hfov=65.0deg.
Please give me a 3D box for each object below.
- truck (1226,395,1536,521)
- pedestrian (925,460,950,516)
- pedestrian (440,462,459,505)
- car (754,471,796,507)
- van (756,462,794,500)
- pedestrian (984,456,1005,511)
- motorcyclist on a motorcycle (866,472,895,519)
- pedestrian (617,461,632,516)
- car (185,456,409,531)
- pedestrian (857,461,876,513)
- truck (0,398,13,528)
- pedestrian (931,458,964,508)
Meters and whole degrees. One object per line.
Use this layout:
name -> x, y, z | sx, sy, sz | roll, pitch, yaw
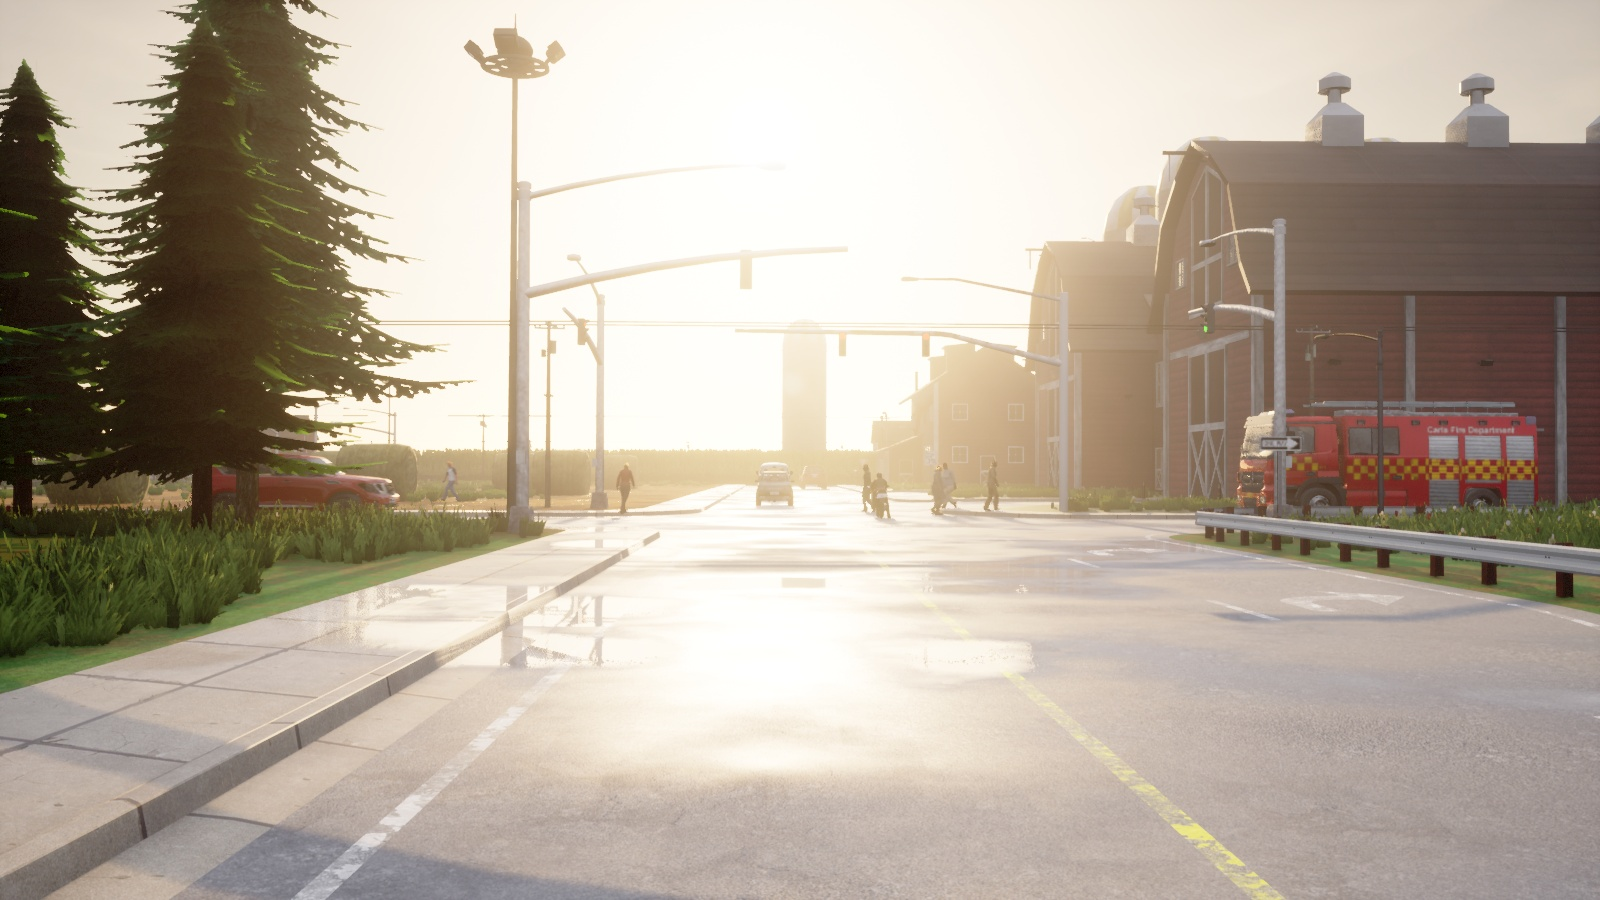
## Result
truck -> 18.224, 0.270, 39.785 | 8.468, 3.827, 2.891 | 0, -1, 0
pedestrian -> 4.914, 1.347, 44.772 | 0.873, 1.952, 0.659 | 0, -1, 8
pedestrian -> -15.045, 1.428, 53.908 | 0.706, 1.836, 0.354 | 1, -1, -41
car -> -1.126, 1.743, 56.643 | 1.789, 1.549, 3.705 | 0, -1, -1
van -> -1.439, 1.734, 71.052 | 2.069, 2.038, 4.480 | 0, -1, -1
pedestrian -> 6.864, 1.191, 44.372 | 0.692, 1.930, 0.396 | 0, -1, 8
motorcyclist on a motorcycle -> 2.689, 1.498, 42.130 | 0.797, 1.523, 2.044 | 0, -1, -1
pedestrian -> -5.954, 1.308, 42.657 | 0.331, 1.846, 0.636 | 0, -1, 7
car -> -14.394, 1.227, 36.154 | 5.566, 2.045, 2.150 | -1, -1, 0
pedestrian -> 2.492, 1.395, 47.040 | 0.666, 1.930, 0.402 | 0, -1, -4
truck -> -27.786, 0.394, 36.121 | 8.468, 3.827, 2.891 | 0, -1, 0
pedestrian -> 5.561, 1.248, 47.276 | 0.900, 1.855, 0.874 | 0, -1, -26
